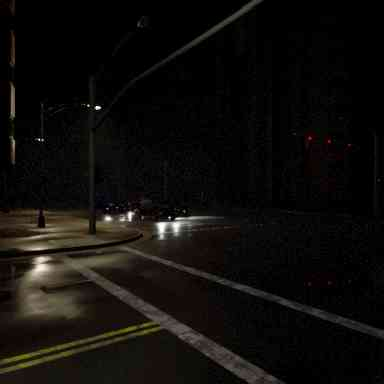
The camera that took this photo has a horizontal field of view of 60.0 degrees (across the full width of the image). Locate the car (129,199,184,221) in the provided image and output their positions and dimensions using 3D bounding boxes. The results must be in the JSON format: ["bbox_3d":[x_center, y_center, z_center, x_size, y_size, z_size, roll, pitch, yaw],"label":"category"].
[{"bbox_3d":[-3.061,1.547,27.453,2.033,1.411,5.357,0,0,-31],"label":"car"}]

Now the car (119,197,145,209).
[{"bbox_3d":[-8.551,1.526,47.062,1.812,1.442,4.674,0,0,-36],"label":"car"}]

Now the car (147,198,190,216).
[{"bbox_3d":[-2.126,1.505,32.024,1.837,1.490,4.892,0,0,-36],"label":"car"}]

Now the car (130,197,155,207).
[{"bbox_3d":[-7.852,1.526,52.055,1.812,1.442,4.674,0,0,-37],"label":"car"}]

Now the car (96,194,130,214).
[{"bbox_3d":[-9.159,1.218,35.739,2.150,2.045,5.566,0,0,-36],"label":"car"}]

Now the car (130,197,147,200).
[{"bbox_3d":[-7.532,1.352,39.453,2.097,1.767,4.553,0,0,-37],"label":"car"}]
